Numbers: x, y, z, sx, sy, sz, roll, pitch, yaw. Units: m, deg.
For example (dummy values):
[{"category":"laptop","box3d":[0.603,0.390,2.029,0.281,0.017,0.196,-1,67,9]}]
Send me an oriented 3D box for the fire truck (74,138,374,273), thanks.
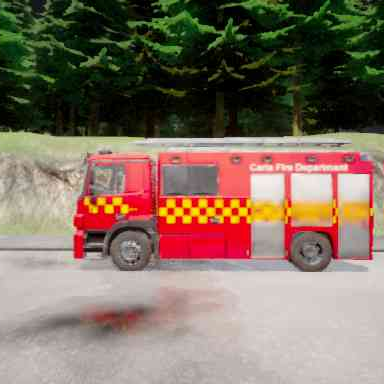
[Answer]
[{"category":"fire truck","box3d":[0.890,0.341,10.551,8.468,3.827,2.891,0,0,1]}]
